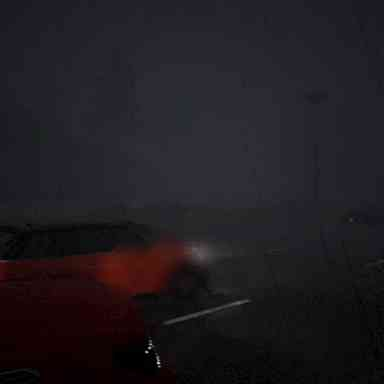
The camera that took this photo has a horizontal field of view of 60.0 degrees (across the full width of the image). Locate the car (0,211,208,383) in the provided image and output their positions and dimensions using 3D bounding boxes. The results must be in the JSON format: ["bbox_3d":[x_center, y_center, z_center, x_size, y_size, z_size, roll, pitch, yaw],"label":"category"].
[{"bbox_3d":[-2.783,1.224,1.826,5.566,2.045,2.150,0,0,-35],"label":"car"}]

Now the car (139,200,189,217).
[{"bbox_3d":[-2.723,1.568,33.289,4.892,1.490,1.837,0,0,-41],"label":"car"}]

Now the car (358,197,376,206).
[{"bbox_3d":[32.041,1.645,60.895,2.128,1.511,4.902,0,0,37],"label":"car"}]

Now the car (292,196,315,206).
[{"bbox_3d":[14.331,1.572,39.855,2.128,1.511,4.902,0,0,44],"label":"car"}]

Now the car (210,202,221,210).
[{"bbox_3d":[2.112,1.629,42.431,5.357,1.411,2.033,0,0,-44],"label":"car"}]

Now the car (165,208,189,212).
[{"bbox_3d":[-1.847,1.365,6.856,4.553,1.767,2.097,0,0,-36],"label":"car"}]

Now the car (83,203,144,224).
[{"bbox_3d":[-6.071,1.612,25.933,4.181,1.385,1.994,0,0,-39],"label":"car"}]

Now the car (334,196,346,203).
[{"bbox_3d":[34.402,1.655,77.122,1.837,1.490,4.892,0,0,32],"label":"car"}]

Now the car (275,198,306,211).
[{"bbox_3d":[12.877,1.593,43.400,1.837,1.490,4.892,0,-1,43],"label":"car"}]

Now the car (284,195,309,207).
[{"bbox_3d":[16.566,1.456,52.675,2.097,1.767,4.553,0,0,41],"label":"car"}]

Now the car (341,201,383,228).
[{"bbox_3d":[11.745,1.572,22.471,4.674,1.442,1.812,0,0,-42],"label":"car"}]

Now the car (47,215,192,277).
[{"bbox_3d":[-2.285,1.584,10.897,4.181,1.385,1.994,0,0,-37],"label":"car"}]
